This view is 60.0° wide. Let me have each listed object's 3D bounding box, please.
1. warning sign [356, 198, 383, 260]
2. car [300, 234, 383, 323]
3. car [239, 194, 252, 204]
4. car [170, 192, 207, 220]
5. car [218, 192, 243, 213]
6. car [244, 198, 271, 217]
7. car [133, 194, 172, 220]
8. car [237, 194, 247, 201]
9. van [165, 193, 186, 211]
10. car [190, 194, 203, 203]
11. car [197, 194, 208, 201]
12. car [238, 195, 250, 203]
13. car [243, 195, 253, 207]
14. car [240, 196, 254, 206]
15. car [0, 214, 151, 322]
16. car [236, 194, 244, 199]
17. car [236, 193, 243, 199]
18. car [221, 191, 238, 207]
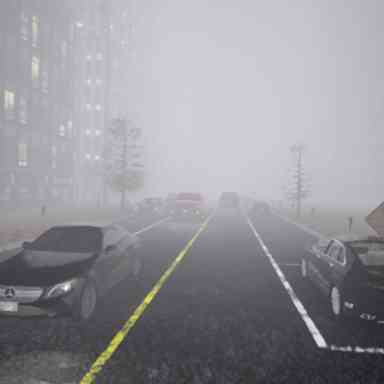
[{"bbox_3d":[6.220,1.172,10.749,1.300,1.860,1.060,2,1,7],"label":"warning sign"},{"bbox_3d":[3.507,1.574,7.079,2.008,1.369,4.403,1,0,7],"label":"car"},{"bbox_3d":[9.194,1.183,57.540,1.967,1.590,4.097,1,0,7],"label":"car"},{"bbox_3d":[-0.173,1.001,26.597,2.150,2.045,5.566,1,1,7],"label":"car"},{"bbox_3d":[3.961,1.028,35.016,2.150,2.045,5.566,1,0,7],"label":"car"},{"bbox_3d":[5.962,1.465,29.514,1.947,1.339,4.313,1,0,7],"label":"car"},{"bbox_3d":[-3.005,1.169,24.874,1.967,1.590,4.097,1,0,7],"label":"car"},{"bbox_3d":[11.131,1.214,74.358,1.947,1.339,4.313,1,0,7],"label":"car"},{"bbox_3d":[-1.712,1.008,36.082,1.690,1.788,3.998,1,0,7],"label":"van"},{"bbox_3d":[0.869,1.124,58.500,1.802,1.307,4.206,1,0,7],"label":"car"},{"bbox_3d":[2.161,1.045,69.708,1.947,1.339,4.313,1,0,7],"label":"car"},{"bbox_3d":[9.838,1.277,63.147,1.947,1.339,4.313,1,0,7],"label":"car"},{"bbox_3d":[7.901,1.372,46.330,1.947,1.339,4.313,1,0,7],"label":"car"},{"bbox_3d":[8.546,1.357,51.936,1.802,1.307,4.206,1,0,7],"label":"car"},{"bbox_3d":[-2.428,1.410,7.202,1.812,1.442,4.674,1,0,7],"label":"car"},{"bbox_3d":[12.423,1.128,85.569,1.887,1.381,4.507,1,0,7],"label":"car"},{"bbox_3d":[13.089,1.075,91.343,1.752,1.417,4.829,1,0,7],"label":"car"},{"bbox_3d":[5.436,0.961,47.960,2.150,2.045,5.566,1,1,7],"label":"car"}]
